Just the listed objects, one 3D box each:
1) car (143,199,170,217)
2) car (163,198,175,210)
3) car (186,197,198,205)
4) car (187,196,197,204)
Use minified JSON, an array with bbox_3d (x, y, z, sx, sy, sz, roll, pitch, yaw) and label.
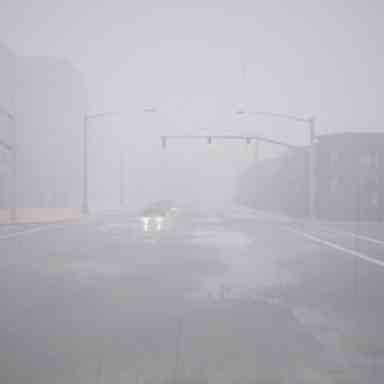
[{"bbox_3d":[-3.600,1.648,32.880,1.994,1.385,4.181,0,0,0],"label":"car"},{"bbox_3d":[-3.597,1.618,42.813,1.837,1.490,4.892,0,0,0],"label":"car"},{"bbox_3d":[0.004,1.696,62.532,1.812,1.442,4.674,0,0,0],"label":"car"},{"bbox_3d":[-0.003,1.724,72.714,2.128,1.511,4.902,0,0,0],"label":"car"}]
